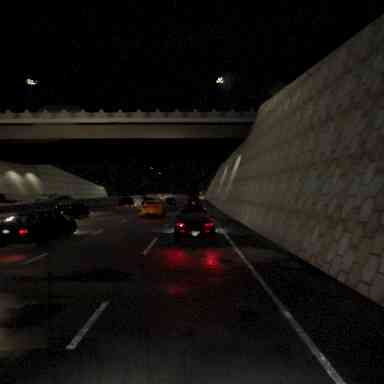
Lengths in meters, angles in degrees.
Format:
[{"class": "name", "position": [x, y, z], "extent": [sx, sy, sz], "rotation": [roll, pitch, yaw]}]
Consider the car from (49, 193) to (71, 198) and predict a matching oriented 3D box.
[{"class": "car", "position": [-20.931, 1.288, 54.204], "extent": [2.097, 1.767, 4.553], "rotation": [0, 0, 0]}]

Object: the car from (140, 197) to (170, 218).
[{"class": "car", "position": [-3.362, 1.467, 30.200], "extent": [1.882, 1.535, 5.008], "rotation": [0, 0, 0]}]

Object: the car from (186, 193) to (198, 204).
[{"class": "car", "position": [0.084, 1.220, 62.630], "extent": [2.150, 2.045, 5.566], "rotation": [0, 0, 0]}]

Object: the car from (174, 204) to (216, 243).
[{"class": "car", "position": [0.119, 1.526, 15.972], "extent": [1.812, 1.442, 4.674], "rotation": [0, 0, 0]}]

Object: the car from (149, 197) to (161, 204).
[{"class": "car", "position": [-6.918, 1.590, 62.640], "extent": [1.895, 1.301, 4.718], "rotation": [0, 0, 0]}]

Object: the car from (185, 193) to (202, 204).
[{"class": "car", "position": [0.153, 1.352, 41.446], "extent": [2.097, 1.767, 4.553], "rotation": [0, 0, 0]}]

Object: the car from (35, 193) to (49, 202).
[{"class": "car", "position": [-24.426, 1.237, 56.357], "extent": [2.150, 2.045, 5.566], "rotation": [0, 0, 0]}]

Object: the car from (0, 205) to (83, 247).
[{"class": "car", "position": [-6.881, 1.526, 14.872], "extent": [2.033, 1.411, 5.357], "rotation": [0, 0, 0]}]

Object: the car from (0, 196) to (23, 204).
[{"class": "car", "position": [-20.985, 1.501, 38.136], "extent": [1.994, 1.385, 4.181], "rotation": [0, 0, 0]}]

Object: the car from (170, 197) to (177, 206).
[{"class": "car", "position": [-3.429, 1.536, 52.588], "extent": [2.033, 1.411, 5.357], "rotation": [0, 0, 0]}]

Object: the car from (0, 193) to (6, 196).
[{"class": "car", "position": [-24.466, 1.151, 39.994], "extent": [2.150, 2.045, 5.566], "rotation": [0, 0, 0]}]

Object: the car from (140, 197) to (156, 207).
[{"class": "car", "position": [-6.932, 1.504, 52.609], "extent": [1.812, 1.442, 4.674], "rotation": [0, 0, 0]}]

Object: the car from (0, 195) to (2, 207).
[{"class": "car", "position": [-27.991, 1.271, 44.901], "extent": [2.097, 1.767, 4.553], "rotation": [0, 0, 1]}]

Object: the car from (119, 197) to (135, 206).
[{"class": "car", "position": [-10.425, 1.493, 53.259], "extent": [1.812, 1.442, 4.674], "rotation": [0, 0, 0]}]

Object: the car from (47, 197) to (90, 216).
[{"class": "car", "position": [-10.364, 1.459, 28.938], "extent": [2.128, 1.511, 4.902], "rotation": [0, 0, 0]}]
